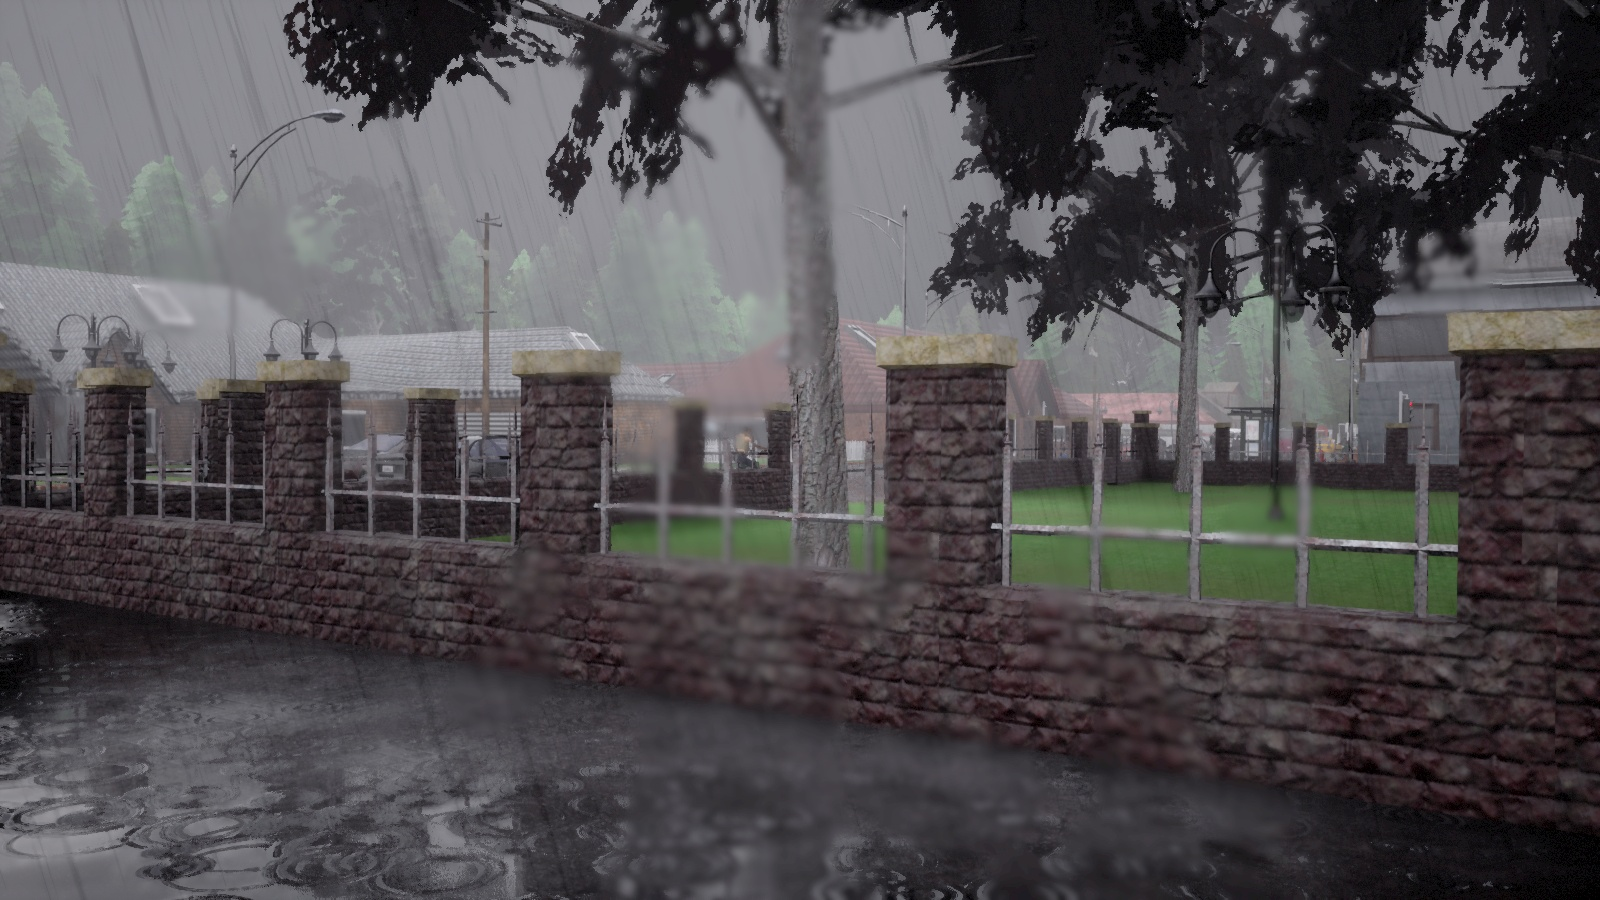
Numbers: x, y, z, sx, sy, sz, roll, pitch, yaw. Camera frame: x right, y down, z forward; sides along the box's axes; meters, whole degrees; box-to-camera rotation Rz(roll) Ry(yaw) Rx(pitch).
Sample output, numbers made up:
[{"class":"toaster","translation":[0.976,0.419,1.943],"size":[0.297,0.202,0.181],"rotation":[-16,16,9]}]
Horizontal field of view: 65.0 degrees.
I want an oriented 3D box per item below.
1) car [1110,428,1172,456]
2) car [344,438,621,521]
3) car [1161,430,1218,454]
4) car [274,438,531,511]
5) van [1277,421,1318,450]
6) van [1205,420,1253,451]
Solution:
[{"class":"car","translation":[19.229,-0.460,70.638],"size":[2.007,1.525,4.514],"rotation":[0,1,34]},{"class":"car","translation":[-6.040,0.496,24.689],"size":[2.033,1.411,5.357],"rotation":[0,1,32]},{"class":"car","translation":[24.409,-0.515,78.576],"size":[2.033,1.411,5.357],"rotation":[0,1,33]},{"class":"car","translation":[-8.695,0.475,28.017],"size":[2.033,1.411,5.357],"rotation":[0,1,33]},{"class":"van","translation":[34.197,-1.003,86.217],"size":[1.775,1.987,4.442],"rotation":[0,1,33]},{"class":"van","translation":[29.586,-0.994,86.478],"size":[2.069,2.038,4.480],"rotation":[0,1,33]}]
